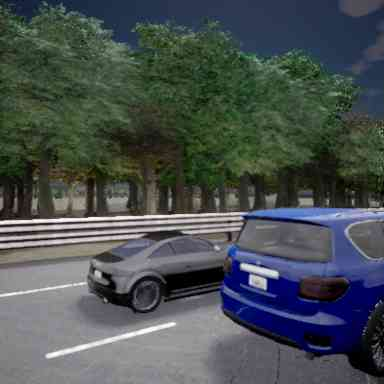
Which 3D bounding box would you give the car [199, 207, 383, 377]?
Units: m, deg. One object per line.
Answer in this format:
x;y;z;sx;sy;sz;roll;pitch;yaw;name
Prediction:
3.055;1.291;5.876;5.566;2.045;2.150;1;-1;-35;car

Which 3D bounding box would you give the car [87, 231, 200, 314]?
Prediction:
-0.239;1.631;7.824;4.181;1.385;1.994;1;-1;-35;car
